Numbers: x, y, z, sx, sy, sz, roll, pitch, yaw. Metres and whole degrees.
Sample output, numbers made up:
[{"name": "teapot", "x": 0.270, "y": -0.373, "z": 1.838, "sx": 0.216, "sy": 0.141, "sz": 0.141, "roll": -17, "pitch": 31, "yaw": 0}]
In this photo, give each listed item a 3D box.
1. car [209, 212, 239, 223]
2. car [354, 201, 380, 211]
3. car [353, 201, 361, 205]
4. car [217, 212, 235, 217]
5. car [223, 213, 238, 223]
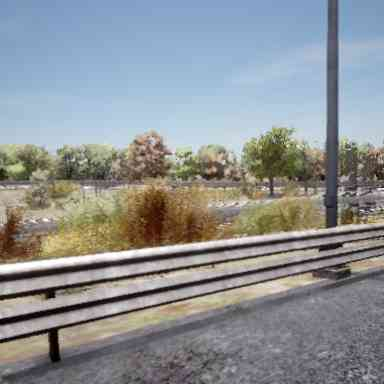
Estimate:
[{"name": "car", "x": 6.350, "y": 5.022, "z": 65.770, "sx": 5.357, "sy": 1.411, "sz": 2.033, "roll": -4, "pitch": 3, "yaw": -19}, {"name": "car", "x": 36.598, "y": 3.213, "z": 68.656, "sx": 5.008, "sy": 1.535, "sz": 1.882, "roll": -4, "pitch": 3, "yaw": -19}, {"name": "car", "x": 39.679, "y": 2.734, "z": 77.073, "sx": 5.357, "sy": 1.411, "sz": 2.033, "roll": -4, "pitch": 3, "yaw": -18}, {"name": "car", "x": 7.528, "y": 4.791, "z": 62.468, "sx": 5.566, "sy": 2.045, "sz": 2.150, "roll": -4, "pitch": 3, "yaw": -19}, {"name": "car", "x": 8.712, "y": 5.123, "z": 59.178, "sx": 5.008, "sy": 1.535, "sz": 1.882, "roll": -4, "pitch": 3, "yaw": -19}]
